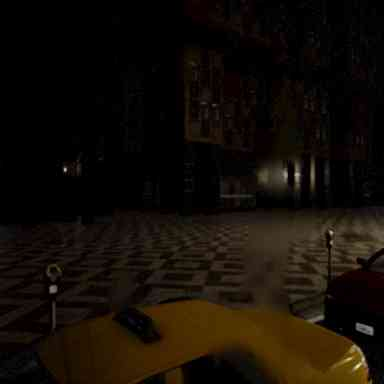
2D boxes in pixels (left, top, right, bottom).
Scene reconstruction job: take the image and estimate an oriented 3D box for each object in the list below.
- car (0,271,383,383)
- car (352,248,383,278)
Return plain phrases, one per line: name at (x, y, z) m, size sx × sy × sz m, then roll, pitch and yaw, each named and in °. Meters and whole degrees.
car at (-0.606, 1.524, 2.181) m, size 4.829 × 1.417 × 1.752 m, roll 0°, pitch 0°, yaw -37°
car at (4.049, 1.551, 5.718) m, size 4.507 × 1.381 × 1.887 m, roll 0°, pitch 0°, yaw -37°
